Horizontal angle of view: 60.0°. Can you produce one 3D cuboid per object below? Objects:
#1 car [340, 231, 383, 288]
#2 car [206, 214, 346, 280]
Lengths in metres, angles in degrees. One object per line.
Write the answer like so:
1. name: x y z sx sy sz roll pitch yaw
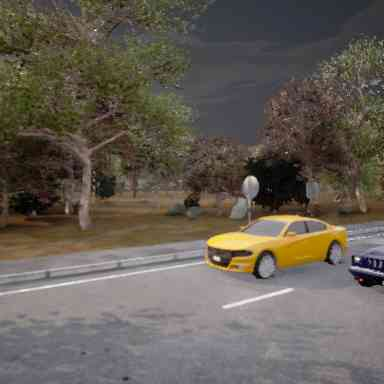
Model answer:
1. car: 5.869 1.594 8.089 4.718 1.301 1.895 0 0 -35
2. car: 2.694 1.472 10.141 5.008 1.535 1.882 0 0 -35
